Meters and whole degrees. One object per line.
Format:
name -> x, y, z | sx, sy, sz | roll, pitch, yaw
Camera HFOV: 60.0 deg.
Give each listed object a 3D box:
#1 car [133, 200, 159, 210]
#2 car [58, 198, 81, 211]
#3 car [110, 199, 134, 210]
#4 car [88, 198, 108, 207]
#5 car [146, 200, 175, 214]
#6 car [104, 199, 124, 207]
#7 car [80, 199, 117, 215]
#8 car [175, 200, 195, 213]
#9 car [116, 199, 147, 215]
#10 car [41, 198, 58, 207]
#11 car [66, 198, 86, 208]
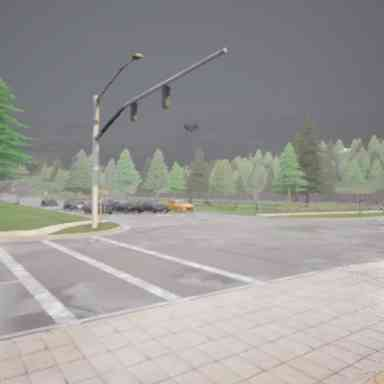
car -> -6.786, 1.853, 49.050 | 1.994, 1.385, 4.181 | 1, -1, -36
car -> -15.048, 1.637, 42.558 | 2.128, 1.511, 4.902 | 1, -1, -35
car -> -10.087, 1.766, 47.677 | 1.812, 1.442, 4.674 | 1, -1, -35
car -> -15.937, 1.762, 56.060 | 1.812, 1.442, 4.674 | 1, 0, -34
car -> -4.573, 1.792, 39.830 | 2.033, 1.411, 5.357 | 1, -1, -35
car -> -14.079, 1.885, 59.550 | 1.895, 1.301, 4.718 | 1, 0, -34
car -> -10.005, 1.713, 35.387 | 1.994, 1.385, 4.181 | 1, -1, -35
car -> -1.609, 1.771, 41.704 | 1.882, 1.535, 5.008 | 1, -1, -35
car -> -7.253, 1.798, 37.555 | 1.895, 1.301, 4.718 | 1, -1, -35
car -> -23.244, 1.686, 54.267 | 2.033, 1.411, 5.357 | 1, 0, -35
car -> -19.069, 1.752, 54.399 | 1.994, 1.385, 4.181 | 1, -1, -35
